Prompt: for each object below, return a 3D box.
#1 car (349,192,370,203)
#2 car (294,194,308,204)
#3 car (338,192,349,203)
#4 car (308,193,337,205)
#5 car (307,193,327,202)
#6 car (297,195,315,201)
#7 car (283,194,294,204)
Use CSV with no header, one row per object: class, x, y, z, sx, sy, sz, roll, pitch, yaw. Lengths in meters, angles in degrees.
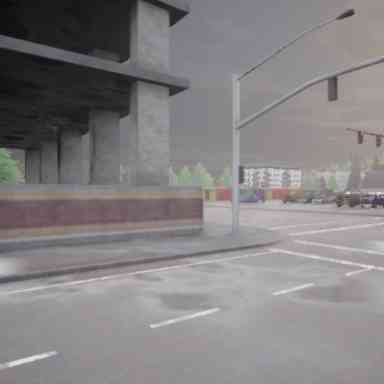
car,41.677,1.126,82.804,3.866,1.878,1.905,0,0,-35
car,19.894,1.346,57.271,3.905,1.438,1.784,0,0,-35
car,40.013,1.365,85.173,3.806,1.475,1.970,0,0,-35
car,21.566,1.378,54.908,3.806,1.475,1.970,0,0,-35
car,27.389,1.130,72.665,4.605,1.855,1.932,0,0,-35
car,25.768,1.341,75.066,3.905,1.438,1.784,0,0,-35
car,18.302,1.136,59.432,4.605,1.855,1.932,0,0,-35
